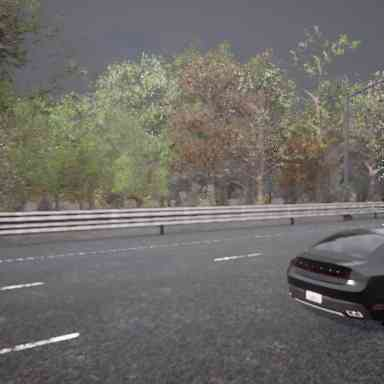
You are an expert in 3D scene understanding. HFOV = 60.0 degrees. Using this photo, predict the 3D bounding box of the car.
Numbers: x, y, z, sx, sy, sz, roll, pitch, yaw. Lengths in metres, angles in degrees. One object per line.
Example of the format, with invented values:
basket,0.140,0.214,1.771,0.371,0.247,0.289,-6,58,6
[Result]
car,4.087,1.517,6.856,4.892,1.490,1.837,0,0,-32
